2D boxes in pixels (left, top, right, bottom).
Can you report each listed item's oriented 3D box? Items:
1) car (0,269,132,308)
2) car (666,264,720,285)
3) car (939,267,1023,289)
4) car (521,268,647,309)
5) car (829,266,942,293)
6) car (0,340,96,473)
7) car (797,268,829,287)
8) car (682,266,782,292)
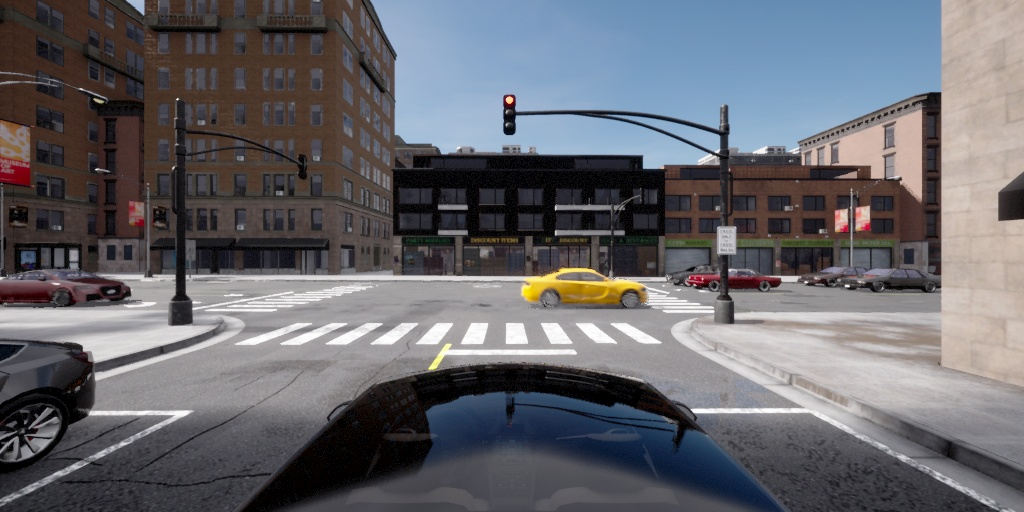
[{"bbox_3d":[-17.952,1.235,14.247,4.181,1.385,1.994,0,0,-1],"label":"car"},{"bbox_3d":[13.170,1.329,24.605,4.892,1.490,1.837,0,0,-1],"label":"car"},{"bbox_3d":[32.837,1.491,24.855,4.181,1.385,1.994,0,0,-1],"label":"car"},{"bbox_3d":[2.873,1.249,14.518,5.008,1.535,1.882,0,0,-1],"label":"car"},{"bbox_3d":[22.726,1.421,21.479,5.357,1.411,2.033,0,0,-1],"label":"car"},{"bbox_3d":[-5.388,1.316,2.113,1.948,1.339,4.313,0,0,0],"label":"car"},{"bbox_3d":[22.914,1.422,24.735,5.357,1.411,2.033,0,0,-1],"label":"car"},{"bbox_3d":[13.079,1.424,21.355,4.718,1.301,1.895,0,0,-1],"label":"car"}]
